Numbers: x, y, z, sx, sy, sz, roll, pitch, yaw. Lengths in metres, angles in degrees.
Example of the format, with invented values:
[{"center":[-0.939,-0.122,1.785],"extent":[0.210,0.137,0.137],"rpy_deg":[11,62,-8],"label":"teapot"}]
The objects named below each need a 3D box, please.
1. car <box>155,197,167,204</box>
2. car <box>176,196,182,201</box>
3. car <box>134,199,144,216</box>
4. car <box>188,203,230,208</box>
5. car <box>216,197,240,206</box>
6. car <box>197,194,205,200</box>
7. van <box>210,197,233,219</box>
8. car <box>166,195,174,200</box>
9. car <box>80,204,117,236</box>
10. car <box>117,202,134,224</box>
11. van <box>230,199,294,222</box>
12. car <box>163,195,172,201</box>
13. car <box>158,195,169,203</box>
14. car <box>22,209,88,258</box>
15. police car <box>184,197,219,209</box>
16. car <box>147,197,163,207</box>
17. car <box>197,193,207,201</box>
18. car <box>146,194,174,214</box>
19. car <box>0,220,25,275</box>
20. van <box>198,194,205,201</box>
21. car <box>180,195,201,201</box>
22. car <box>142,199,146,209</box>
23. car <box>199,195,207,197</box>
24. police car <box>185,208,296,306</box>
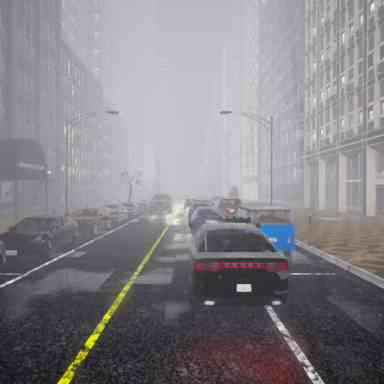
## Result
[{"center":[-5.893,1.566,63.902],"extent":[1.802,1.307,4.206],"rpy_deg":[-1,0,0],"label":"car"},{"center":[-3.266,1.577,87.217],"extent":[1.895,1.301,4.718],"rpy_deg":[0,0,0],"label":"car"},{"center":[-5.788,1.575,29.801],"extent":[1.802,1.307,4.206],"rpy_deg":[-1,0,0],"label":"car"},{"center":[0.845,1.522,18.117],"extent":[1.812,1.442,4.674],"rpy_deg":[0,0,0],"label":"car"},{"center":[2.607,1.309,24.143],"extent":[2.192,1.841,5.009],"rpy_deg":[-1,0,0],"label":"car"},{"center":[2.400,1.414,92.346],"extent":[1.967,1.590,4.097],"rpy_deg":[-1,0,0],"label":"car"},{"center":[2.590,1.334,29.826],"extent":[1.690,1.788,3.998],"rpy_deg":[-1,0,0],"label":"van"},{"center":[-5.980,1.540,92.321],"extent":[1.947,1.339,4.313],"rpy_deg":[-1,0,0],"label":"car"},{"center":[-5.754,1.540,18.433],"extent":[1.887,1.381,4.507],"rpy_deg":[-1,0,0],"label":"car"},{"center":[-5.772,1.545,24.117],"extent":[2.008,1.369,4.403],"rpy_deg":[-1,0,0],"label":"car"},{"center":[2.642,1.338,12.775],"extent":[1.690,1.788,3.998],"rpy_deg":[-1,0,0],"label":"van"},{"center":[-5.944,1.504,80.784],"extent":[1.752,1.417,4.829],"rpy_deg":[-1,0,0],"label":"car"},{"center":[-5.911,1.422,69.586],"extent":[1.967,1.590,4.097],"rpy_deg":[-1,0,0],"label":"car"},{"center":[-5.736,1.563,12.750],"extent":[1.947,1.339,4.313],"rpy_deg":[-1,0,0],"label":"car"},{"center":[0.693,1.419,24.250],"extent":[1.930,1.638,5.238],"rpy_deg":[0,0,1],"label":"police car"},{"center":[-5.858,1.538,52.535],"extent":[2.008,1.369,4.403],"rpy_deg":[-1,0,0],"label":"car"},{"center":[2.433,1.293,80.979],"extent":[2.192,1.841,5.009],"rpy_deg":[-1,0,0],"label":"car"},{"center":[-3.202,1.214,35.539],"extent":[2.150,2.045,5.566],"rpy_deg":[0,0,0],"label":"car"},{"center":[-5.719,1.549,7.066],"extent":[2.008,1.369,4.403],"rpy_deg":[-1,0,0],"label":"car"},{"center":[2.416,1.317,86.663],"extent":[1.690,1.788,3.998],"rpy_deg":[-1,0,0],"label":"van"},{"center":[-0.126,1.537,45.240],"extent":[2.033,1.411,5.357],"rpy_deg":[0,0,0],"label":"car"},{"center":[-5.823,1.541,41.168],"extent":[2.008,1.369,4.403],"rpy_deg":[-1,0,0],"label":"car"},{"center":[2.523,1.538,52.560],"extent":[2.008,1.369,4.403],"rpy_deg":[-1,0,0],"label":"car"},{"center":[0.875,1.423,8.226],"extent":[1.930,1.638,5.238],"rpy_deg":[0,0,0],"label":"police car"}]
